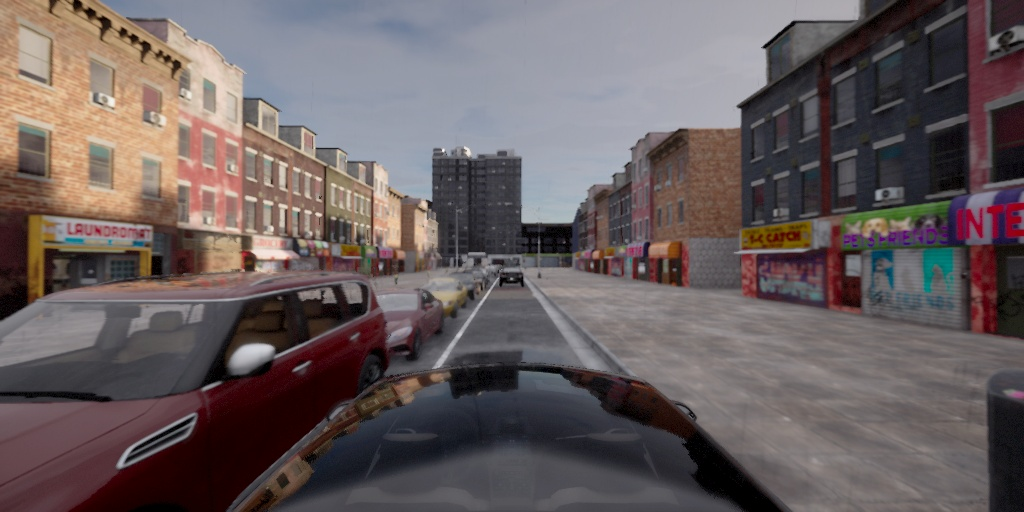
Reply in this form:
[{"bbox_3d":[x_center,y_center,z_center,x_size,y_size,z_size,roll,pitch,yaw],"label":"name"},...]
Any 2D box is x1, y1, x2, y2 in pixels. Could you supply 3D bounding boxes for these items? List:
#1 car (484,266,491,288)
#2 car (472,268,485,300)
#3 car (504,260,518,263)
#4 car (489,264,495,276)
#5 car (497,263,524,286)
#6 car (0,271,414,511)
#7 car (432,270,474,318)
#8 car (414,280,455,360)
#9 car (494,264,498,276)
[{"bbox_3d":[-2.734,1.621,24.825,1.948,1.339,4.313,0,0,0],"label":"car"},{"bbox_3d":[-2.710,1.549,19.374,1.948,1.339,4.313,0,0,0],"label":"car"},{"bbox_3d":[-0.080,1.538,44.399,2.150,2.045,5.566,0,0,0],"label":"car"},{"bbox_3d":[-2.757,1.678,30.277,2.007,1.370,4.403,0,0,0],"label":"car"},{"bbox_3d":[-0.014,1.587,28.992,1.882,1.535,5.008,0,-1,0],"label":"car"},{"bbox_3d":[-2.638,1.083,3.019,2.192,1.841,5.009,0,0,0],"label":"car"},{"bbox_3d":[-2.685,1.437,13.753,1.751,1.417,4.829,0,0,0],"label":"car"},{"bbox_3d":[-2.662,1.421,8.471,1.802,1.307,4.207,0,0,0],"label":"car"},{"bbox_3d":[-2.829,1.895,46.632,2.007,1.370,4.403,0,0,0],"label":"car"}]
